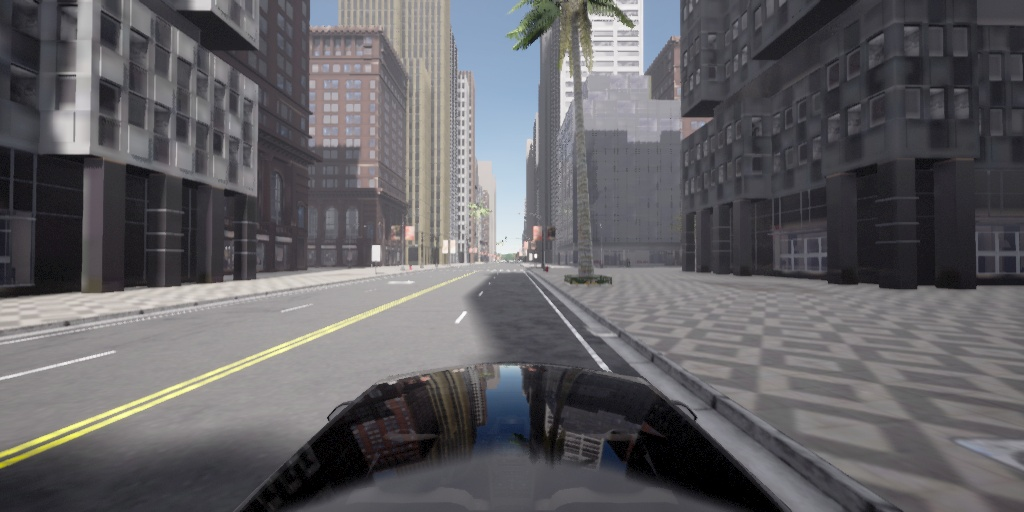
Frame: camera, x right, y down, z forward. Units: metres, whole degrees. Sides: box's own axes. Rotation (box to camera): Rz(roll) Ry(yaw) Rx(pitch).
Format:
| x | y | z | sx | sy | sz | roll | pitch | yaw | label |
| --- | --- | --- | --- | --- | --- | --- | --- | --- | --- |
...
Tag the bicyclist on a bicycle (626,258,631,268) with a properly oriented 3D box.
| x | y | z | sx | sy | sz | roll | pitch | yaw | label |
| --- | --- | --- | --- | --- | --- | --- | --- | --- | --- |
| 18.393 | 1.159 | 56.920 | 0.582 | 1.620 | 1.656 | 0 | -1 | -1 | bicyclist on a bicycle |
